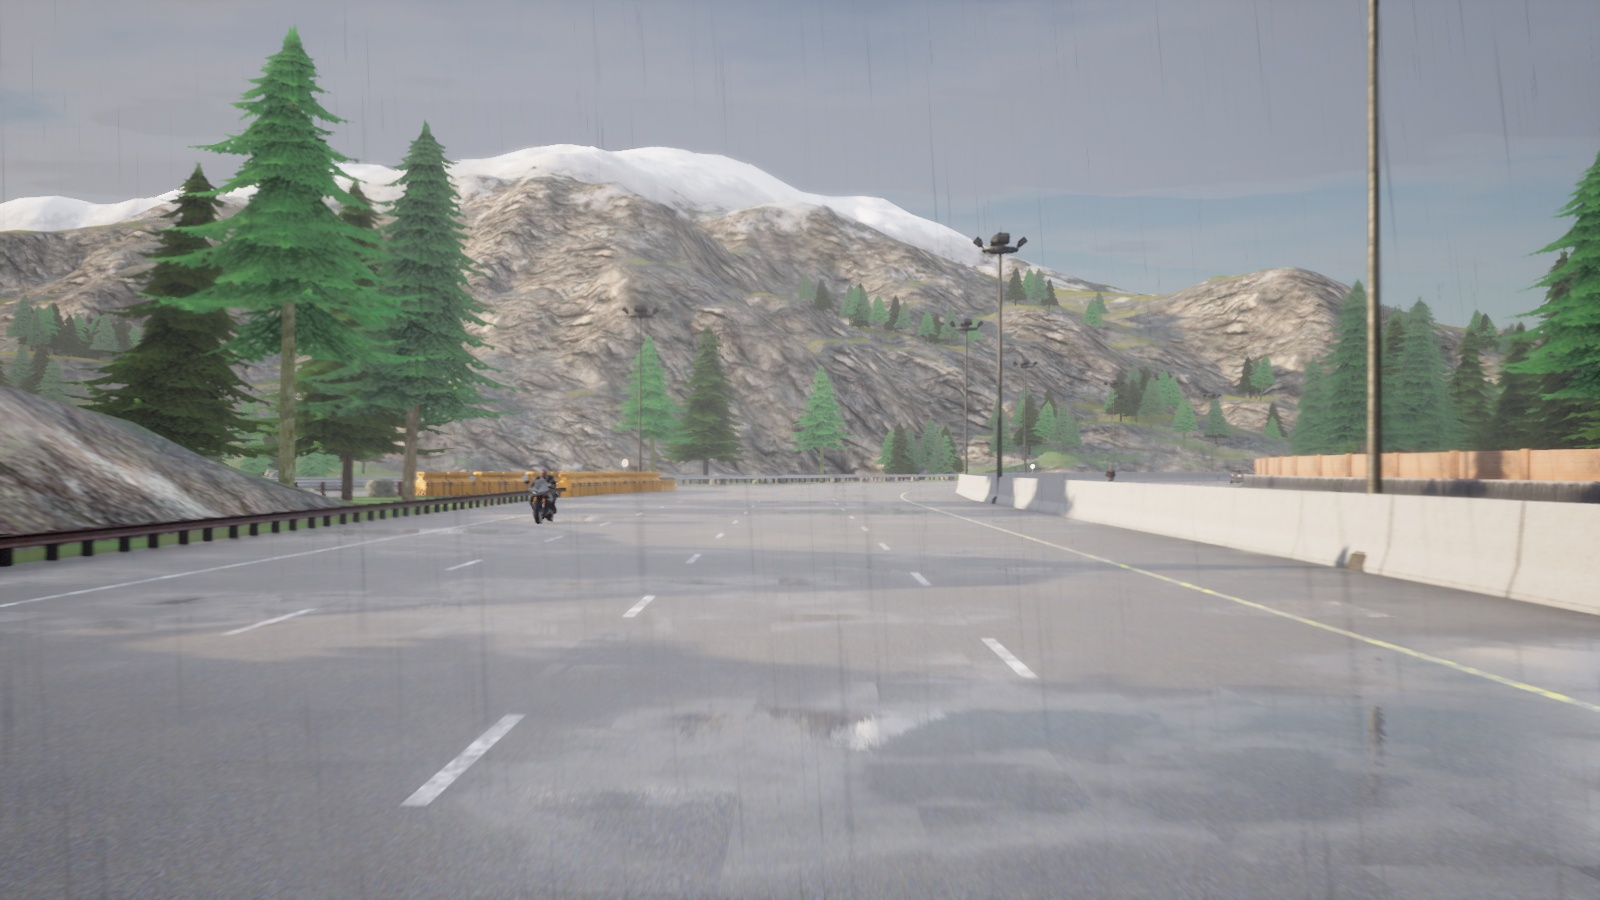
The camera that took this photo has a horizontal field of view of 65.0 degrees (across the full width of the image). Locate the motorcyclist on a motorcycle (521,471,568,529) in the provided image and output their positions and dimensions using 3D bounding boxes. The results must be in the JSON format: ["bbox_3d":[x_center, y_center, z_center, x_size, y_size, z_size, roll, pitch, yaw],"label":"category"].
[{"bbox_3d":[-7.083,1.367,34.924,0.866,1.530,2.191,0,-1,0],"label":"motorcyclist on a motorcycle"}]
